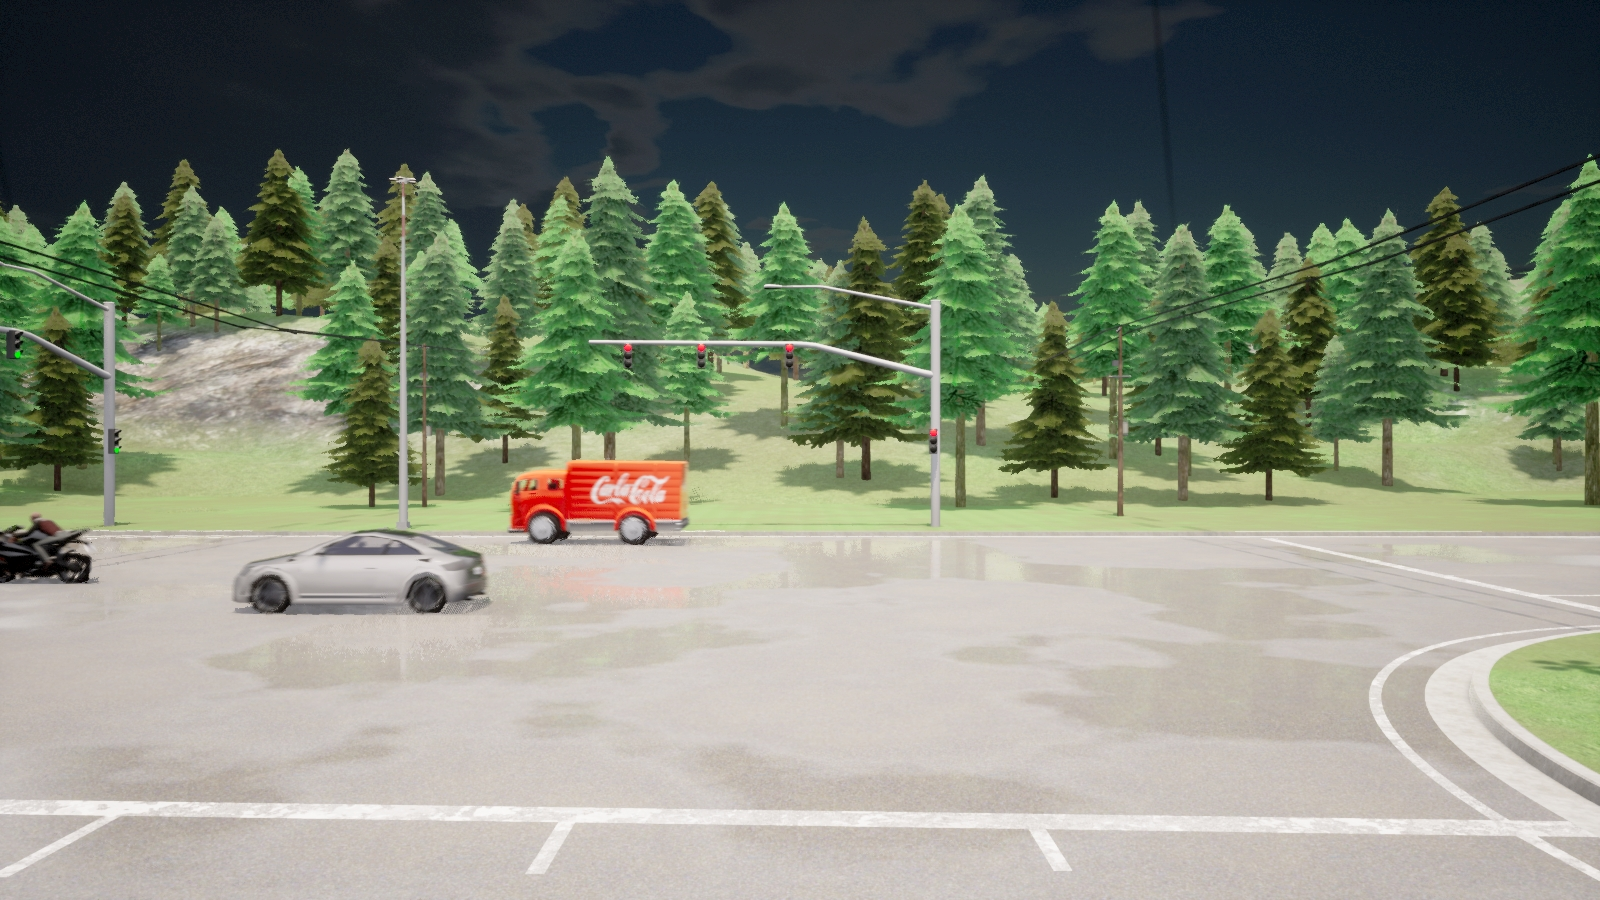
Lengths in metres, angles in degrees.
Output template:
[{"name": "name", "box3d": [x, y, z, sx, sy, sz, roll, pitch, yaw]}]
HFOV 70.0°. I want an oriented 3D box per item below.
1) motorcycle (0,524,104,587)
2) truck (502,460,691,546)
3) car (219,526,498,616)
[{"name": "motorcycle", "box3d": [-15.881, 2.189, 23.832, 2.209, 1.251, 0.867, 0, 0, 0]}, {"name": "truck", "box3d": [-5.997, 1.545, 34.272, 5.204, 2.467, 2.627, 0, 0, 0]}, {"name": "car", "box3d": [-7.714, 2.105, 20.282, 4.181, 1.385, 1.994, 0, 0, 0]}]
